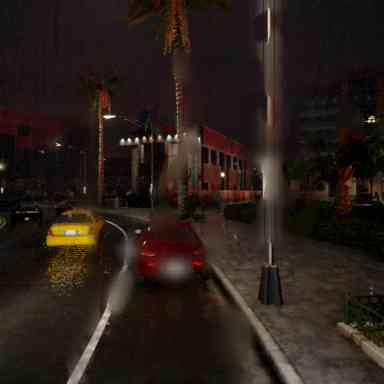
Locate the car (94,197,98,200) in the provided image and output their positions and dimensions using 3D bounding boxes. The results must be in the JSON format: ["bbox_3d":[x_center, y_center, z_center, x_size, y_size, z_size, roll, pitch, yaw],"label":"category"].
[{"bbox_3d":[-26.644,1.554,85.529,4.718,1.301,1.895,0,0,24],"label":"car"}]

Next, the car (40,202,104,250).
[{"bbox_3d":[-4.870,1.452,14.432,1.801,1.575,5.366,0,0,-12],"label":"car"}]

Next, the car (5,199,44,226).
[{"bbox_3d":[-11.459,1.484,23.234,2.128,1.511,4.902,0,0,-25],"label":"car"}]

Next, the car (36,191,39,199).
[{"bbox_3d":[-33.931,1.226,68.961,4.553,1.767,2.185,0,0,24],"label":"car"}]

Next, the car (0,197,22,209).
[{"bbox_3d":[-24.385,1.471,43.365,4.902,1.511,2.128,0,0,35],"label":"car"}]

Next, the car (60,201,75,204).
[{"bbox_3d":[-10.944,1.539,29.696,2.033,1.411,5.357,0,0,-32],"label":"car"}]

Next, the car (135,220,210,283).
[{"bbox_3d":[-0.665,1.525,9.662,1.812,1.442,4.674,0,0,-7],"label":"car"}]
